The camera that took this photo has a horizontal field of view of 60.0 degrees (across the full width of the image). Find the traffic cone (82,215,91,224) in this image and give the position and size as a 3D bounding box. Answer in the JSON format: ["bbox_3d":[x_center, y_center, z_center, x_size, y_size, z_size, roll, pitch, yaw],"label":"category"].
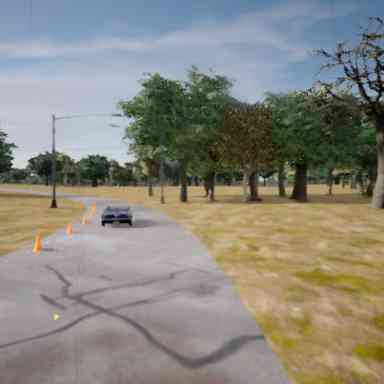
[{"bbox_3d":[-7.043,1.786,21.898,0.340,0.580,0.340,0,0,-10],"label":"traffic cone"}]

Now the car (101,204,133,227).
[{"bbox_3d":[-4.716,1.433,21.309,1.895,1.301,4.718,0,0,-10],"label":"car"}]

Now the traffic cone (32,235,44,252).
[{"bbox_3d":[-5.646,1.863,12.204,0.340,0.580,0.340,0,0,-6],"label":"traffic cone"}]

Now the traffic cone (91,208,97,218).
[{"bbox_3d":[-8.015,1.748,26.698,0.340,0.580,0.340,0,1,-13],"label":"traffic cone"}]

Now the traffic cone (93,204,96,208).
[{"bbox_3d":[-9.167,1.701,31.458,0.340,0.580,0.340,0,1,-15],"label":"traffic cone"}]

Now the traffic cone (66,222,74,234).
[{"bbox_3d":[-6.253,1.825,17.064,0.340,0.580,0.340,0,0,-8],"label":"traffic cone"}]
